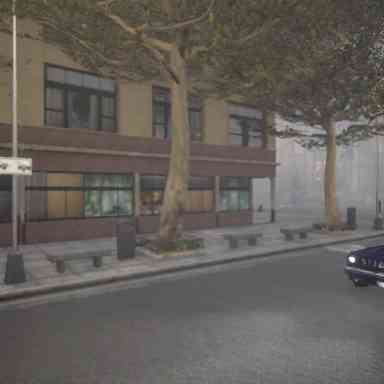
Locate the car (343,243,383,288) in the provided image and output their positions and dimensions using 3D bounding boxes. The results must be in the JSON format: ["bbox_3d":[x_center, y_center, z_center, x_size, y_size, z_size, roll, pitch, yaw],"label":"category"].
[{"bbox_3d":[5.705,1.564,7.989,4.718,1.301,1.895,0,0,-35],"label":"car"}]
